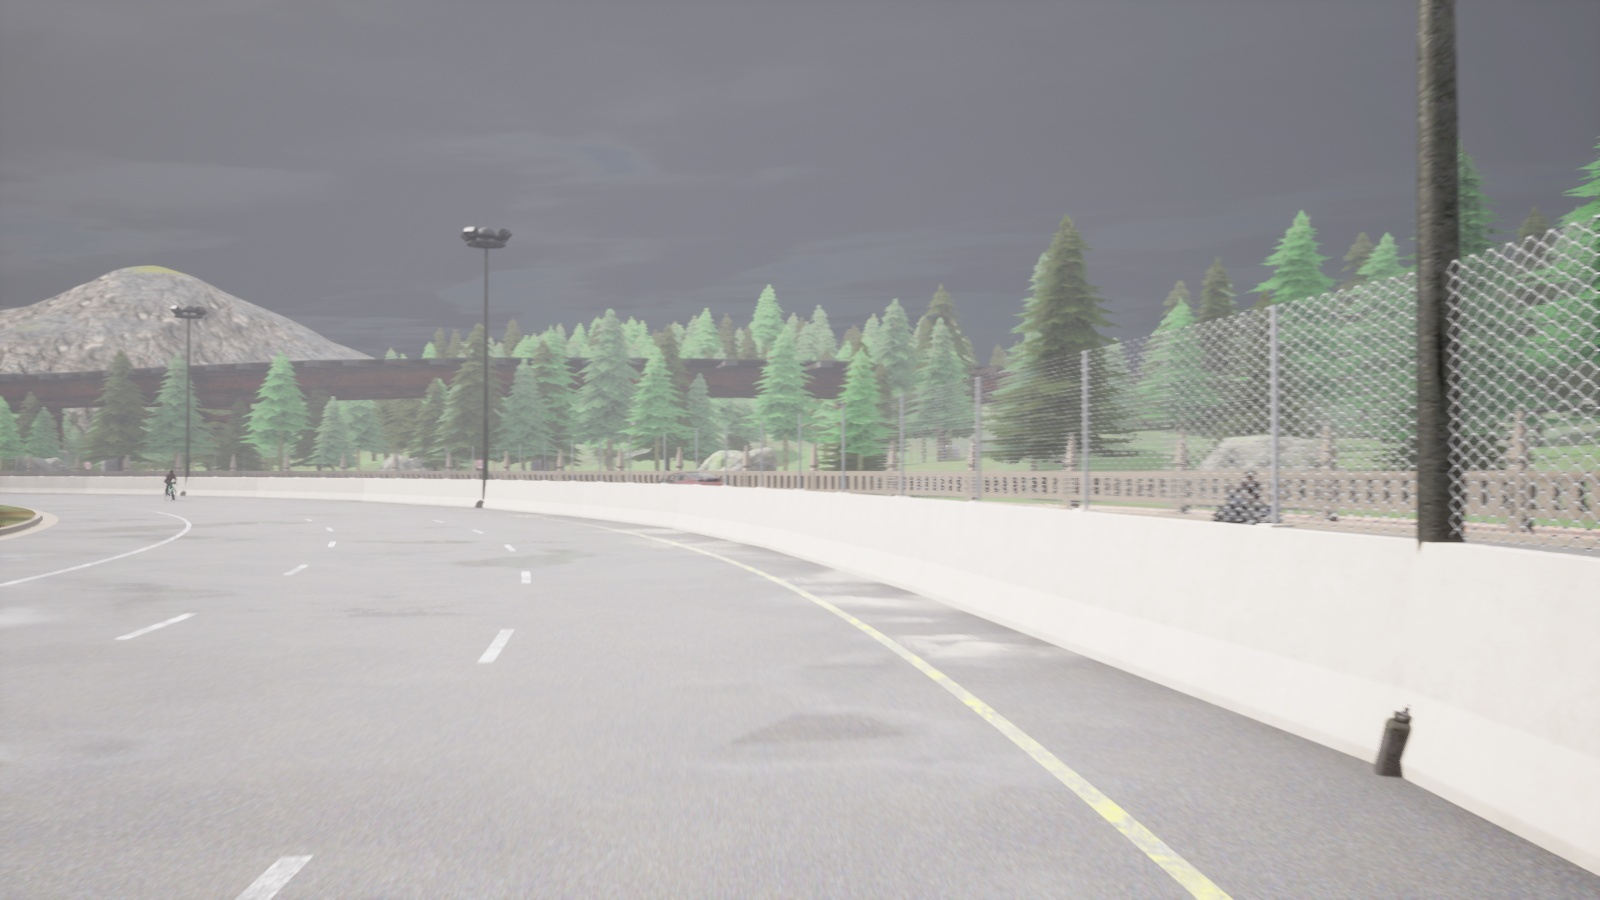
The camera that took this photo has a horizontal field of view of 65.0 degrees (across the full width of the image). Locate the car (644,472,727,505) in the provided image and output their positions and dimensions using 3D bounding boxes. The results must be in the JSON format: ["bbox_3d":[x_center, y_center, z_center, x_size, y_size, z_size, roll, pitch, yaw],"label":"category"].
[{"bbox_3d":[-5.571,1.815,60.448,2.007,1.525,4.514,0,-1,-35],"label":"car"}]

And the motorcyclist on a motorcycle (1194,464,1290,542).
[{"bbox_3d":[9.817,1.152,28.015,0.766,1.649,2.350,-1,-1,-16],"label":"motorcyclist on a motorcycle"}]
